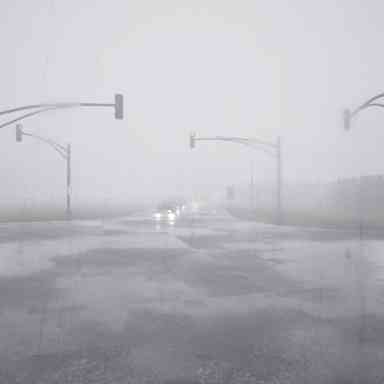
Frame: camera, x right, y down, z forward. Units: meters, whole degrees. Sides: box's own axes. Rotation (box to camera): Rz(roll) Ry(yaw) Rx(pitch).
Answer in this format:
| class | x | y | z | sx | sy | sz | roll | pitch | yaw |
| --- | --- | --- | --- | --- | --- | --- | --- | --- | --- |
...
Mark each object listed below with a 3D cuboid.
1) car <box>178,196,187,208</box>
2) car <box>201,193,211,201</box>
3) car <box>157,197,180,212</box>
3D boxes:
| class | x | y | z | sx | sy | sz | roll | pitch | yaw |
| --- | --- | --- | --- | --- | --- | --- | --- | --- | --- |
| car | -2.372 | 1.486 | 47.581 | 2.128 | 1.511 | 4.902 | 0 | 0 | 3 |
| car | 3.339 | 1.191 | 79.102 | 2.150 | 2.045 | 5.566 | 0 | 0 | 5 |
| car | -2.823 | 1.600 | 38.266 | 1.895 | 1.301 | 4.718 | 0 | 0 | 3 |
